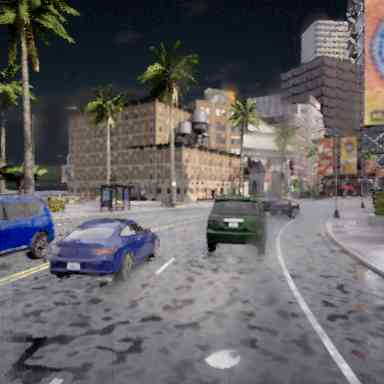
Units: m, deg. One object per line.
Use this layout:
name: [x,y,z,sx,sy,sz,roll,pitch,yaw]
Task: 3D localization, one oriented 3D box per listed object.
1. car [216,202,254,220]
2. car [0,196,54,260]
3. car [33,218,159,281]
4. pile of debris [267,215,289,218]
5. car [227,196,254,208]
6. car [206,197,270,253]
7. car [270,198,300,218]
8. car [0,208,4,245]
car: [3.866,1.578,29.150,1.895,1.301,4.718,0,0,26]
car: [-6.160,1.167,9.401,2.150,2.045,5.566,0,0,10]
car: [-2.310,1.495,9.733,1.812,1.442,4.674,0,0,9]
pile of debris: [7.674,2.176,29.461,1.500,0.140,1.860,0,0,28]
car: [7.053,1.445,48.232,1.882,1.535,5.008,0,0,34]
car: [2.022,1.211,13.882,2.150,2.045,5.566,0,0,13]
car: [8.670,1.506,30.647,1.837,1.490,4.892,0,0,29]
car: [-9.268,1.414,11.554,2.128,1.511,4.902,0,0,11]
